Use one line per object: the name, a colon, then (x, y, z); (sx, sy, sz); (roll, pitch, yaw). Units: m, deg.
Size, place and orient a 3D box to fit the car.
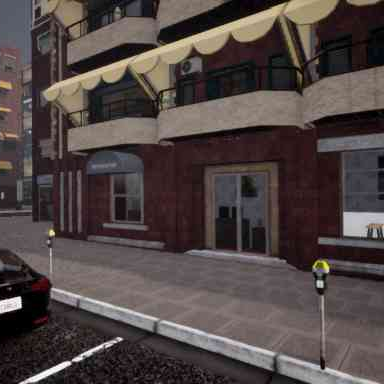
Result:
car: (-4.164, 1.567, 5.706); (4.313, 1.339, 1.947); (0, -1, 36)
